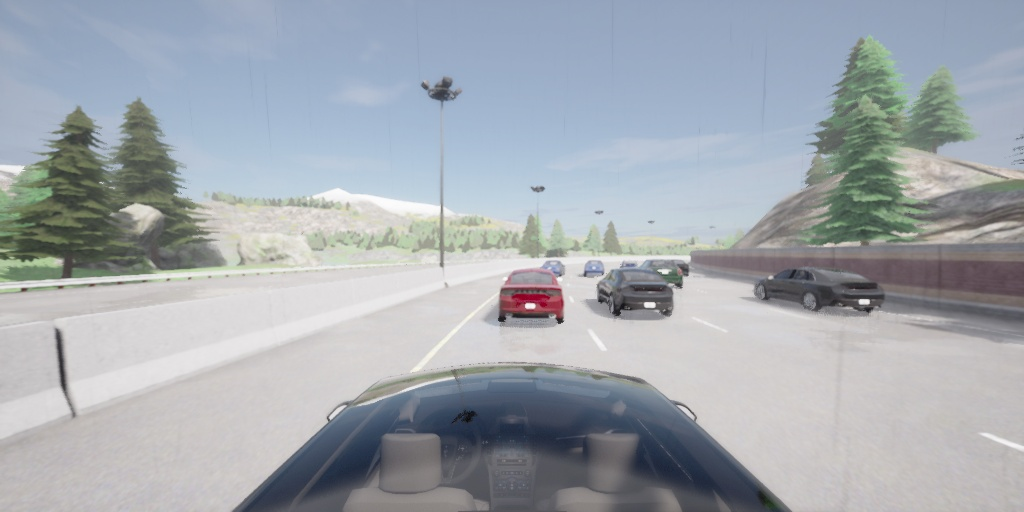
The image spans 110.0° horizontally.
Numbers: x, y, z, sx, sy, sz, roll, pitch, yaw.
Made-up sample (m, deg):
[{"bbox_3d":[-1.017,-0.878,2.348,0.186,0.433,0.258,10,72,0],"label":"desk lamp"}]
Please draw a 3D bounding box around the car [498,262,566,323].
[{"bbox_3d":[0.679,1.148,11.934,1.882,1.535,5.008,0,0,5],"label":"car"}]

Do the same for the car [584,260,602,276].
[{"bbox_3d":[7.625,1.063,33.125,2.033,1.411,5.357,0,0,14],"label":"car"}]

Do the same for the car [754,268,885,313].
[{"bbox_3d":[11.380,1.182,13.740,1.837,1.490,4.892,0,0,6],"label":"car"}]

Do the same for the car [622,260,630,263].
[{"bbox_3d":[13.732,1.060,41.737,1.895,1.301,4.718,0,0,18],"label":"car"}]

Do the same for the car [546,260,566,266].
[{"bbox_3d":[3.653,1.068,31.521,2.033,1.411,5.357,0,0,13],"label":"car"}]

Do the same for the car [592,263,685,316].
[{"bbox_3d":[4.286,1.174,13.040,1.837,1.490,4.892,0,1,5],"label":"car"}]

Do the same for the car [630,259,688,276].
[{"bbox_3d":[9.075,0.954,22.555,2.097,1.767,4.553,0,0,9],"label":"car"}]
